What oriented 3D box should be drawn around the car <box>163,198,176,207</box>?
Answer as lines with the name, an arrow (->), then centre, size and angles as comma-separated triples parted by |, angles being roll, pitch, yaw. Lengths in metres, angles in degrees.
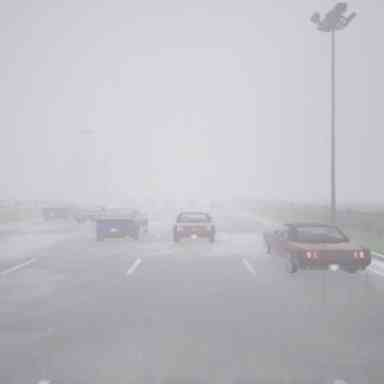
car -> -3.577, 1.647, 52.979 | 2.033, 1.411, 5.357 | 0, 0, 0

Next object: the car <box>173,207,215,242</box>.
car -> 0.092, 1.633, 16.657 | 1.895, 1.301, 4.718 | 0, 0, 0

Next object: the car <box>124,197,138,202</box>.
car -> -10.596, 1.599, 57.851 | 2.128, 1.511, 4.902 | 0, 0, 0

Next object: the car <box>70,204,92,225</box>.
car -> -6.920, 1.646, 24.325 | 1.895, 1.301, 4.718 | 0, 0, 0

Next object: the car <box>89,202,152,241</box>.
car -> -3.409, 1.509, 16.946 | 1.882, 1.535, 5.008 | 0, 0, 0

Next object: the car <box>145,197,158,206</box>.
car -> -7.100, 1.615, 58.408 | 1.837, 1.490, 4.892 | 0, 0, 0

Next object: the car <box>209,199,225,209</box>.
car -> 3.469, 1.690, 47.006 | 1.895, 1.301, 4.718 | 0, 0, 0

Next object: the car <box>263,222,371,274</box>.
car -> 3.599, 1.622, 10.641 | 1.895, 1.301, 4.718 | 0, 0, 0

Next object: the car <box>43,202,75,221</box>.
car -> -10.432, 1.527, 27.335 | 1.882, 1.535, 5.008 | 0, 0, 0

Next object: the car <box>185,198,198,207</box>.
car -> -0.074, 1.627, 53.911 | 1.812, 1.442, 4.674 | 0, 0, 0
